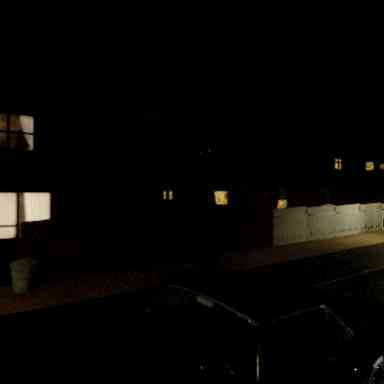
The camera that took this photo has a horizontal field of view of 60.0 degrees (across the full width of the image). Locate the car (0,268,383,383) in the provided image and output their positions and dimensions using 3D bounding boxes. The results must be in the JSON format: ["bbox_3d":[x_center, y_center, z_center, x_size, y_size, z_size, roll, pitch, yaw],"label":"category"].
[{"bbox_3d":[0.233,1.589,3.226,4.718,1.301,1.895,0,0,-35],"label":"car"}]
